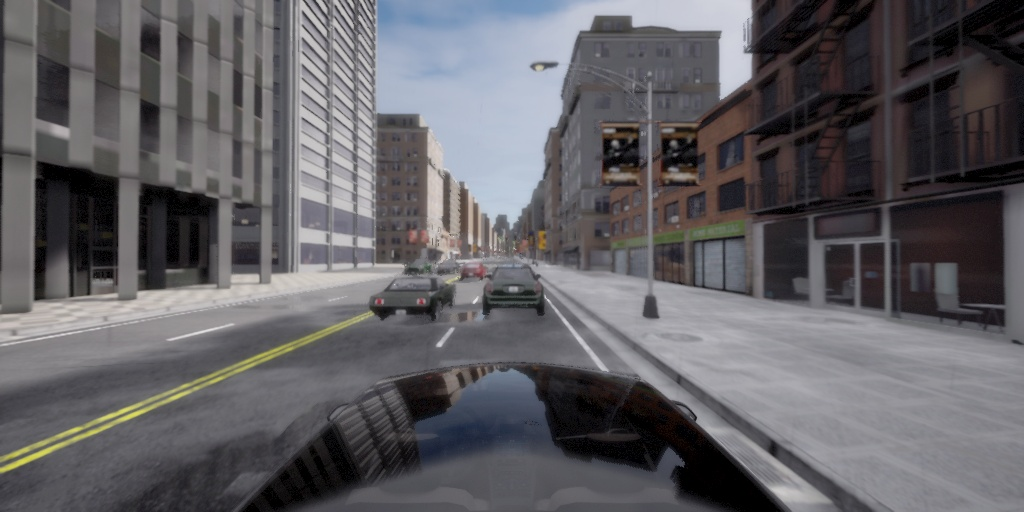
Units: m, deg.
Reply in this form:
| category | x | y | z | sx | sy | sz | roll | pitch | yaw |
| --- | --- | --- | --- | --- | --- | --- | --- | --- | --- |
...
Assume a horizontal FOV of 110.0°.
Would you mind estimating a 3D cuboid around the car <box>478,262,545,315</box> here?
| category | x | y | z | sx | sy | sz | roll | pitch | yaw |
| --- | --- | --- | --- | --- | --- | --- | --- | --- | --- |
| car | 0.065 | 1.095 | 13.763 | 2.097 | 1.767 | 4.553 | 0 | 0 | 0 |

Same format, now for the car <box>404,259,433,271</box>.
| category | x | y | z | sx | sy | sz | roll | pitch | yaw |
| --- | --- | --- | --- | --- | --- | --- | --- | --- | --- |
| car | -9.857 | 1.072 | 37.928 | 2.097 | 1.767 | 4.553 | 0 | 0 | 0 |

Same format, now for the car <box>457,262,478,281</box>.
| category | x | y | z | sx | sy | sz | roll | pitch | yaw |
| --- | --- | --- | --- | --- | --- | --- | --- | --- | --- |
| car | -3.182 | 1.256 | 30.117 | 1.812 | 1.442 | 4.674 | 0 | 0 | 0 |

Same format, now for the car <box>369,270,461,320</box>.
| category | x | y | z | sx | sy | sz | roll | pitch | yaw |
| --- | --- | --- | --- | --- | --- | --- | --- | --- | --- |
| car | -3.192 | 1.346 | 12.597 | 1.895 | 1.301 | 4.718 | 0 | 0 | 0 |

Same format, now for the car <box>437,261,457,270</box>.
| category | x | y | z | sx | sy | sz | roll | pitch | yaw |
| --- | --- | --- | --- | --- | --- | --- | --- | --- | --- |
| car | -6.608 | 1.229 | 37.712 | 1.837 | 1.490 | 4.892 | 0 | 0 | 0 |
